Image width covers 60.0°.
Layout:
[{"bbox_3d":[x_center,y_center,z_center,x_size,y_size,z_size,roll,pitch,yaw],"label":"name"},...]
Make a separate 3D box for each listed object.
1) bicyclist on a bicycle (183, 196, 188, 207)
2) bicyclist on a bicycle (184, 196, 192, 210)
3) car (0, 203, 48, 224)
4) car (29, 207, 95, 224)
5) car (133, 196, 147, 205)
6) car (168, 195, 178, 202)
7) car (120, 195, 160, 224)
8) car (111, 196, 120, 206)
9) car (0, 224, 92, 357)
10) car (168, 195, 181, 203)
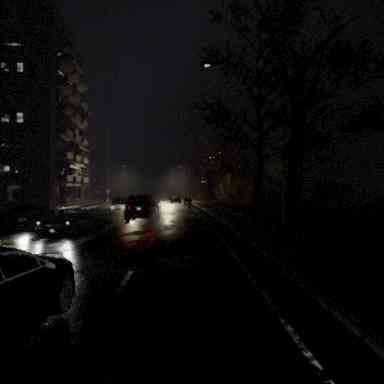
[{"bbox_3d":[-0.997,1.417,50.086,0.582,1.620,1.656,0,0,-4],"label":"bicyclist on a bicycle"},{"bbox_3d":[-0.287,1.344,39.334,0.659,1.776,1.843,0,0,-3],"label":"bicyclist on a bicycle"},{"bbox_3d":[-10.216,1.474,20.804,1.882,1.535,5.008,0,0,-2],"label":"car"},{"bbox_3d":[-6.890,1.596,18.484,1.895,1.301,4.718,0,0,-2],"label":"car"},{"bbox_3d":[-9.132,1.513,58.727,2.033,1.411,5.357,0,0,-4],"label":"car"},{"bbox_3d":[-4.495,1.397,78.022,1.882,1.535,5.008,0,0,-7],"label":"car"},{"bbox_3d":[-3.651,1.210,24.918,2.150,2.045,5.566,0,0,-2],"label":"car"},{"bbox_3d":[-12.115,1.450,55.255,1.882,1.535,5.008,0,0,-4],"label":"car"},{"bbox_3d":[-3.193,1.491,4.635,2.128,1.511,4.902,0,0,0],"label":"car"},{"bbox_3d":[-3.201,1.444,65.654,2.128,1.511,4.902,0,0,-6],"label":"car"}]
